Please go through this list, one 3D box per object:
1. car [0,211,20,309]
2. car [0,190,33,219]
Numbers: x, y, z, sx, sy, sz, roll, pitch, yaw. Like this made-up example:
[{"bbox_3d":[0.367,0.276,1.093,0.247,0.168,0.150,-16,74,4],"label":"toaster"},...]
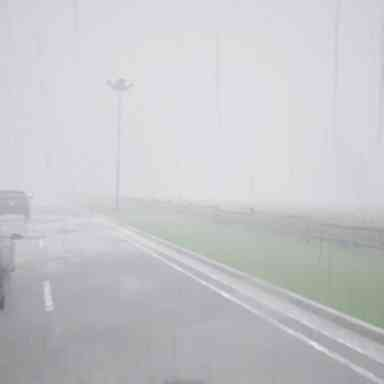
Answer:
[{"bbox_3d":[-4.861,1.380,7.052,1.837,1.490,4.892,1,0,-25],"label":"car"},{"bbox_3d":[-13.042,0.866,24.400,2.150,2.045,5.566,1,0,-25],"label":"car"}]
